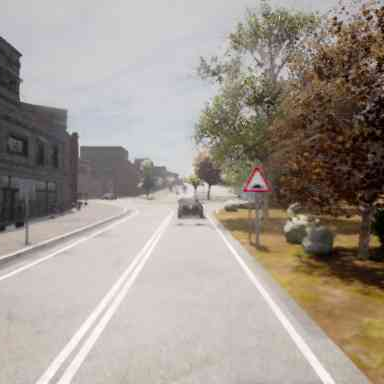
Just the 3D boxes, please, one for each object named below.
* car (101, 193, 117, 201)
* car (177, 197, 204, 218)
[{"bbox_3d":[-14.906,0.811,59.620,1.994,1.385,4.181,0,1,2],"label":"car"},{"bbox_3d":[-0.094,1.192,27.936,2.097,1.767,4.553,0,1,0],"label":"car"}]
